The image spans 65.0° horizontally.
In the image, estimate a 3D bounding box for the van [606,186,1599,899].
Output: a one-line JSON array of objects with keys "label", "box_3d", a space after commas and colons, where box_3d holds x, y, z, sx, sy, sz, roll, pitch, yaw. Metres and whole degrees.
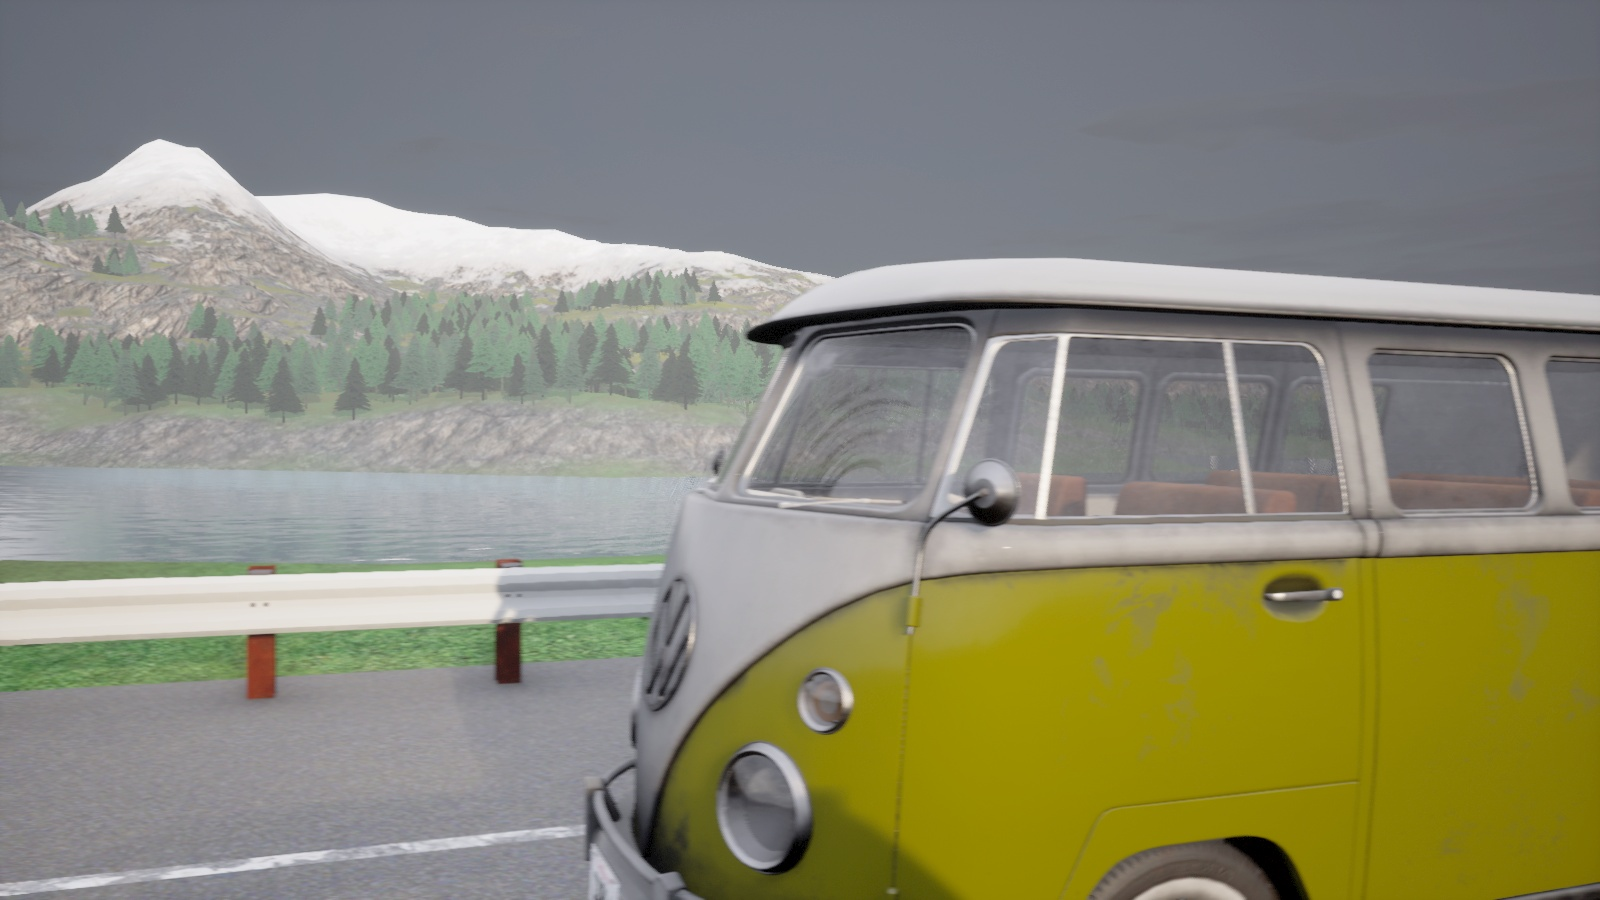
[{"label": "van", "box_3d": [1.792, 0.468, 3.915, 4.442, 1.987, 1.775, -1, 1, -21]}]
